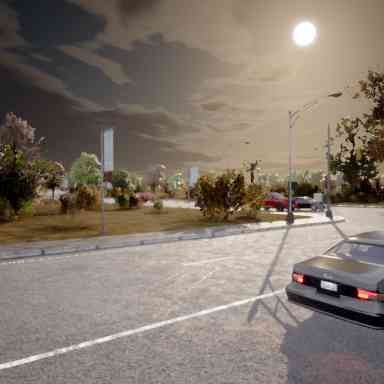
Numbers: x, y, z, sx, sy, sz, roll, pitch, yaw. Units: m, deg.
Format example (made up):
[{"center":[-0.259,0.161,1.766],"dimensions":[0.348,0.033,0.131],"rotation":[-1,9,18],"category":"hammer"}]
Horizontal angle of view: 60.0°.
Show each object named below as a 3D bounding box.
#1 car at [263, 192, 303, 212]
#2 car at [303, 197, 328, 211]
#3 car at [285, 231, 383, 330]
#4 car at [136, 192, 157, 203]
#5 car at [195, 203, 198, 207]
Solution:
[{"center":[8.752,1.056,36.284],"dimensions":[2.150,2.045,5.566],"rotation":[-1,0,-37],"category":"car"},{"center":[12.631,1.301,37.022],"dimensions":[2.128,1.511,4.902],"rotation":[-1,0,-39],"category":"car"},{"center":[4.204,1.527,6.774],"dimensions":[5.357,1.411,2.033],"rotation":[0,0,-36],"category":"car"},{"center":[-8.905,1.049,63.772],"dimensions":[2.150,2.045,5.566],"rotation":[-1,0,-39],"category":"car"},{"center":[2.280,1.403,44.249],"dimensions":[1.994,1.385,4.181],"rotation":[-1,0,-39],"category":"car"}]
